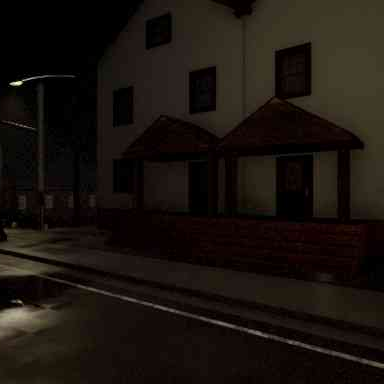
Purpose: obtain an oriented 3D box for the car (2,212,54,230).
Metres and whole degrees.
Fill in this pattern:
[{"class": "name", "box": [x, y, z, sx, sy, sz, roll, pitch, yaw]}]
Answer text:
[{"class": "car", "box": [-14.683, 2.563, 29.464, 1.837, 1.490, 4.892, 0, -9, 36]}]
